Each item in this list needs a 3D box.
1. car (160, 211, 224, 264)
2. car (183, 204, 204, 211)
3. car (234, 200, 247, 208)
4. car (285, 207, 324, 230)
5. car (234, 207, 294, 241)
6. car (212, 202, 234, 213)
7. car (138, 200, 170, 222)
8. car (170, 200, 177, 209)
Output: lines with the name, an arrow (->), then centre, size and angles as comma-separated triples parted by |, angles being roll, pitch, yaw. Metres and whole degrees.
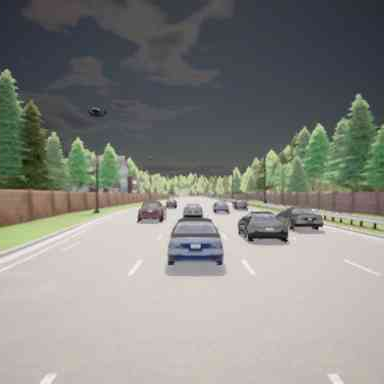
car -> 0.105, 1.651, 12.197 | 2.033, 1.411, 5.357 | 0, 0, 0
car -> 0.095, 1.811, 31.172 | 2.033, 1.411, 5.357 | 0, 0, 0
car -> 7.101, 1.910, 49.759 | 2.128, 1.511, 4.902 | 0, -1, 0
car -> 7.099, 1.738, 22.536 | 2.033, 1.411, 5.357 | 0, 0, 0
car -> 3.600, 1.712, 17.453 | 1.994, 1.385, 4.181 | 0, 0, 0
car -> 3.602, 1.902, 41.975 | 2.033, 1.411, 5.357 | 0, 0, 0
car -> -3.399, 1.598, 29.095 | 2.097, 1.767, 4.553 | 0, 0, 0
car -> -3.399, 1.988, 54.823 | 1.812, 1.442, 4.674 | 0, -1, 0
